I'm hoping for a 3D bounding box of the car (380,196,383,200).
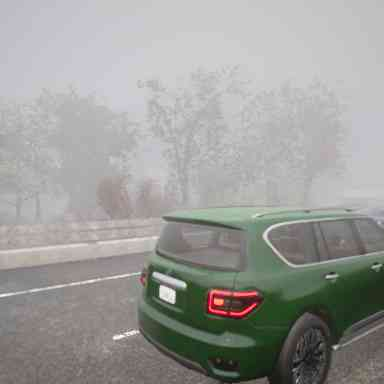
[{"bbox_3d":[46.826,1.771,81.132,2.033,1.411,5.357,0,0,3],"label":"car"}]

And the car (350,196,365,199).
[{"bbox_3d":[39.856,1.750,81.784,1.837,1.490,4.892,0,0,3],"label":"car"}]

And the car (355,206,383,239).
[{"bbox_3d":[10.970,1.609,18.352,2.033,1.411,5.357,0,0,44],"label":"car"}]

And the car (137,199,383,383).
[{"bbox_3d":[1.839,1.242,5.365,5.566,2.045,2.150,0,0,-38],"label":"car"}]

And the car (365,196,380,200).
[{"bbox_3d":[43.341,1.741,81.458,1.837,1.490,4.892,0,0,3],"label":"car"}]
